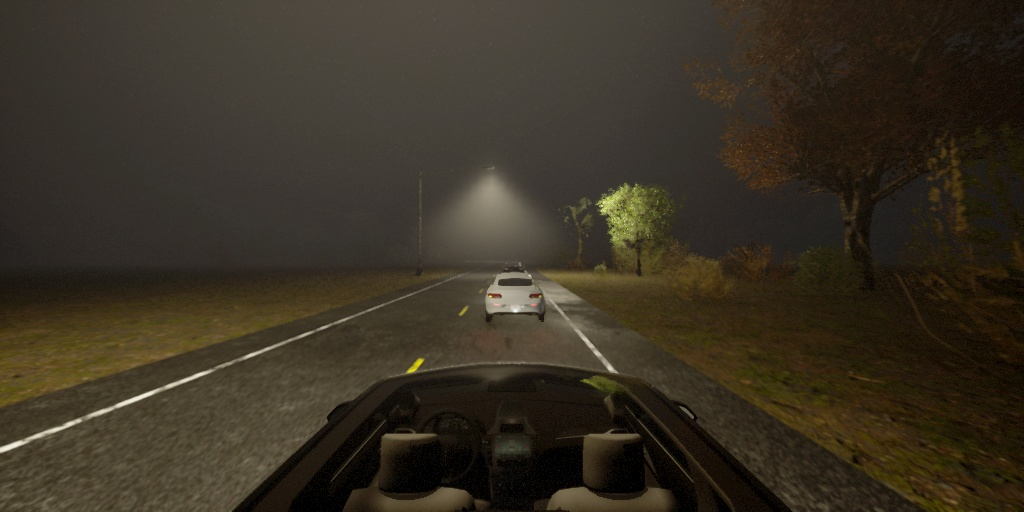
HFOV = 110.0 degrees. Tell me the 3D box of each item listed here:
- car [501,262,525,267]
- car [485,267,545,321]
[{"bbox_3d":[0.095,1.233,30.126,2.128,1.511,4.902,0,0,0],"label":"car"},{"bbox_3d":[0.099,1.275,12.345,1.812,1.442,4.674,0,0,0],"label":"car"}]
